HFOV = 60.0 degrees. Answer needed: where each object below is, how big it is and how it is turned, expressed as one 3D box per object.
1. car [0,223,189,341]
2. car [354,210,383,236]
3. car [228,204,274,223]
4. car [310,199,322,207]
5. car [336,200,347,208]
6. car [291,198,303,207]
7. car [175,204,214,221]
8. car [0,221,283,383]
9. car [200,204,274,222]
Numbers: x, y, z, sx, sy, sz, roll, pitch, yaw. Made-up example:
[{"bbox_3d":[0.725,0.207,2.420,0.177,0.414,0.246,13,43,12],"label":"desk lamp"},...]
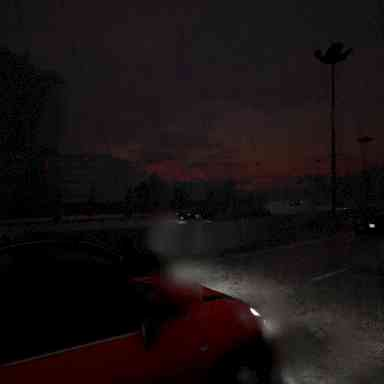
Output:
[{"bbox_3d":[-2.580,1.528,6.445,4.892,1.490,1.837,0,0,-37],"label":"car"},{"bbox_3d":[10.480,1.686,18.249,1.994,1.385,4.181,0,0,44],"label":"car"},{"bbox_3d":[5.079,1.747,28.214,1.994,1.385,4.181,0,-1,40],"label":"car"},{"bbox_3d":[23.726,2.065,63.853,2.033,1.411,5.357,0,-1,14],"label":"car"},{"bbox_3d":[25.061,2.011,56.420,1.994,1.385,4.181,0,-1,20],"label":"car"},{"bbox_3d":[20.232,1.891,64.383,2.097,1.767,4.553,0,-1,15],"label":"car"},{"bbox_3d":[0.968,1.723,28.695,2.033,1.411,5.357,0,-1,42],"label":"car"},{"bbox_3d":[-1.241,1.364,3.089,4.553,1.767,2.097,0,0,-36],"label":"car"},{"bbox_3d":[3.217,1.671,20.925,2.033,1.411,5.357,0,-1,45],"label":"car"}]
